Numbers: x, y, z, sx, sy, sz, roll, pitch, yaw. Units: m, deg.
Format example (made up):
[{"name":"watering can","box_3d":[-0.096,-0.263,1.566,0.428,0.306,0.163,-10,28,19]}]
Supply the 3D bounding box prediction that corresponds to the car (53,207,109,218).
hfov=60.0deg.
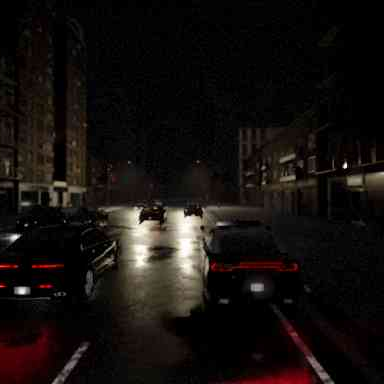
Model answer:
[{"name":"car","box_3d":[-6.545,1.701,21.008,2.128,1.511,4.902,0,-1,0]}]

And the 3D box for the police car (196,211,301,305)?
[{"name":"police car","box_3d":[1.162,1.507,8.480,1.930,1.638,5.238,0,-1,0]}]

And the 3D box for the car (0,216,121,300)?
[{"name":"car","box_3d":[-3.126,1.593,8.564,1.837,1.490,4.892,0,-1,0]}]

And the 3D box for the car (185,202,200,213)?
[{"name":"car","box_3d":[0.124,2.020,44.404,1.895,1.301,4.718,0,-1,0]}]

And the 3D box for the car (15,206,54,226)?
[{"name":"car","box_3d":[-9.792,1.728,22.054,1.837,1.490,4.892,0,-1,0]}]

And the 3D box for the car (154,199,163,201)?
[{"name":"car","box_3d":[-6.372,2.091,62.680,2.128,1.511,4.902,0,-1,1]}]

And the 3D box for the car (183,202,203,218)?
[{"name":"car","box_3d":[0.137,1.917,33.386,1.895,1.301,4.718,0,-1,1]}]

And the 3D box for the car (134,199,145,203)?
[{"name":"car","box_3d":[-9.626,2.103,62.399,1.837,1.490,4.892,0,-1,1]}]

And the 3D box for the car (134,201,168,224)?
[{"name":"car","box_3d":[-3.080,1.752,26.965,2.128,1.511,4.902,0,-1,0]}]
